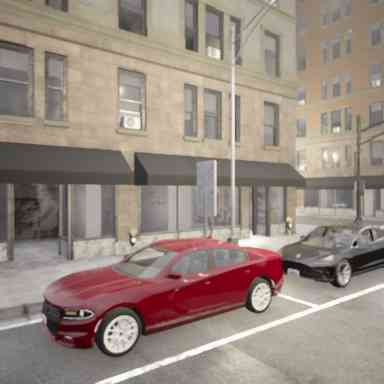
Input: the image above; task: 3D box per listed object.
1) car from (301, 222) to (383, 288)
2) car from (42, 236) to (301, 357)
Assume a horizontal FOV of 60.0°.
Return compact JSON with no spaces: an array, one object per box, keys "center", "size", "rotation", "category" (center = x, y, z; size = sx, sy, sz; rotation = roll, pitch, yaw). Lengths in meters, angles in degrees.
[{"center":[4.194,1.558,9.251],"size":[4.313,1.339,1.947],"rotation":[0,0,-36],"category":"car"},{"center":[-0.266,1.542,6.014],"size":[4.507,1.381,1.887],"rotation":[0,0,-36],"category":"car"}]
